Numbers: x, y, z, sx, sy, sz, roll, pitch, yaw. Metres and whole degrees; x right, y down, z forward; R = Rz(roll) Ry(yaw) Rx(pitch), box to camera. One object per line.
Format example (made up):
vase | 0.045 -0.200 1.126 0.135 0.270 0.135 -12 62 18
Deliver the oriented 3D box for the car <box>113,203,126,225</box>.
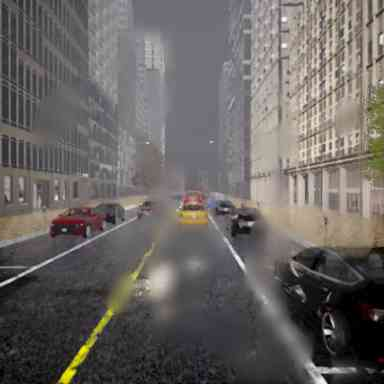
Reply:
car | -5.685 1.415 22.747 1.947 1.339 4.313 0 0 0

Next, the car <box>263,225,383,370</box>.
car | 2.693 1.528 5.661 1.947 1.339 4.313 0 0 0

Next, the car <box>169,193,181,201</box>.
car | -3.004 1.083 66.391 1.994 1.385 4.181 0 0 0

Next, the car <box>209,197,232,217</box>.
car | 2.697 1.376 28.429 1.947 1.339 4.313 0 0 0

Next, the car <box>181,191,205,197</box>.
car | 0.106 0.947 40.516 2.150 2.045 5.566 0 1 0

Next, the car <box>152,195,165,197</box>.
car | -5.680 1.171 51.039 1.752 1.417 4.829 0 0 0

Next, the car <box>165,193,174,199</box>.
car | -5.675 0.944 85.364 1.947 1.339 4.313 0 0 0

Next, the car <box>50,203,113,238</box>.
car | -5.685 1.432 17.054 1.887 1.381 4.507 0 0 0

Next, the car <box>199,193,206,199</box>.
car | 2.706 0.901 85.519 1.752 1.417 4.829 0 0 0

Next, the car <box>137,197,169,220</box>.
car | -3.095 1.351 26.109 1.812 1.442 4.674 0 0 0

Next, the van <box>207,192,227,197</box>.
van | 2.698 1.111 34.121 1.690 1.788 3.998 0 0 0

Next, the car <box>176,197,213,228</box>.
car | 0.102 1.318 20.756 1.801 1.575 5.366 0 0 0

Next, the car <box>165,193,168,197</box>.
car | -5.679 1.152 56.902 2.008 1.369 4.403 0 0 0

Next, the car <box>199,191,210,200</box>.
car | 2.706 0.784 73.964 2.192 1.841 5.009 0 0 0

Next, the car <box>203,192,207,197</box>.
car | 2.699 1.169 39.813 1.967 1.590 4.097 0 0 0

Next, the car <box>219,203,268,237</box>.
car | 2.695 1.453 17.045 1.947 1.339 4.313 0 0 0
